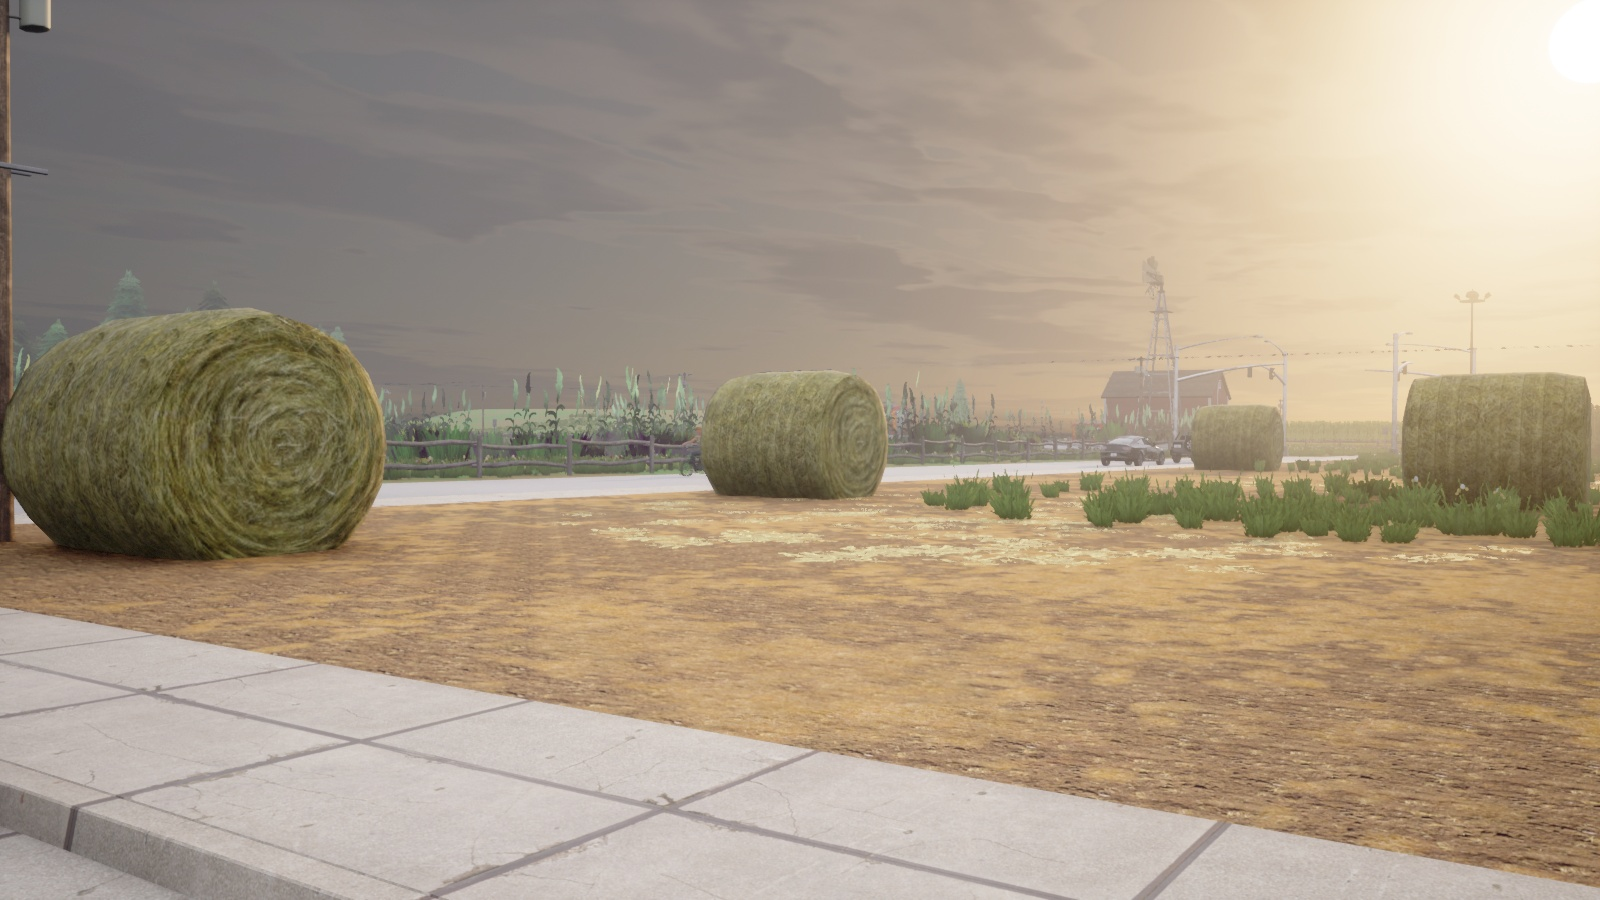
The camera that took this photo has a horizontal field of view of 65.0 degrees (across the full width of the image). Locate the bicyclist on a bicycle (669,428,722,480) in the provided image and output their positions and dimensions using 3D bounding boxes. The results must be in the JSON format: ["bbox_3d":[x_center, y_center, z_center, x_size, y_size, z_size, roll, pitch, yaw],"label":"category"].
[{"bbox_3d":[-3.316,0.117,39.971,0.866,1.612,1.509,0,1,37],"label":"bicyclist on a bicycle"}]

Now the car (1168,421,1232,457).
[{"bbox_3d":[21.696,-0.612,68.016,1.932,1.855,4.605,0,1,36],"label":"car"}]

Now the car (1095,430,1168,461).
[{"bbox_3d":[15.937,-0.244,60.201,1.812,1.442,4.674,0,1,36],"label":"car"}]
